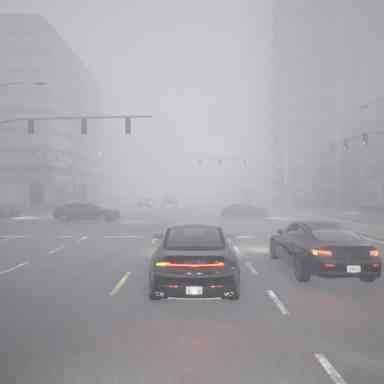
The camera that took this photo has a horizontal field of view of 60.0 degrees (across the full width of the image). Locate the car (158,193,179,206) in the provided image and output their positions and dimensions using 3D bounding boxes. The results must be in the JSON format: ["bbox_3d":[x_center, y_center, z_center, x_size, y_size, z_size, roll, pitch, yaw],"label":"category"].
[{"bbox_3d":[-3.606,1.221,53.344,2.150,2.045,5.566,0,0,1],"label":"car"}]

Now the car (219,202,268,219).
[{"bbox_3d":[4.424,1.564,28.428,4.181,1.385,1.994,0,0,1],"label":"car"}]

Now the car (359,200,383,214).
[{"bbox_3d":[20.844,1.547,35.464,5.357,1.411,2.033,0,0,1],"label":"car"}]

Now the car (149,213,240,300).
[{"bbox_3d":[0.057,1.505,8.345,1.837,1.490,4.892,0,0,0],"label":"car"}]

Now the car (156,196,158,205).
[{"bbox_3d":[-7.073,1.477,59.926,1.882,1.535,5.008,0,0,0],"label":"car"}]

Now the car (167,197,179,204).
[{"bbox_3d":[-3.553,1.601,63.317,1.895,1.301,4.718,0,0,1],"label":"car"}]

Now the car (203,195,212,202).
[{"bbox_3d":[3.500,1.500,74.698,1.837,1.490,4.892,0,0,0],"label":"car"}]

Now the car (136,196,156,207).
[{"bbox_3d":[-7.101,1.547,50.103,2.033,1.411,5.357,0,0,0],"label":"car"}]

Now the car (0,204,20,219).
[{"bbox_3d":[-17.287,1.564,28.803,4.181,1.385,1.994,0,0,-2],"label":"car"}]

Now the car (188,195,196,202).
[{"bbox_3d":[-0.004,1.364,73.853,2.128,1.511,4.902,0,0,0],"label":"car"}]

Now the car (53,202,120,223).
[{"bbox_3d":[-7.876,1.505,25.052,4.892,1.490,1.837,0,0,1],"label":"car"}]

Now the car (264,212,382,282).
[{"bbox_3d":[3.563,1.526,9.601,1.812,1.442,4.674,0,0,0],"label":"car"}]
